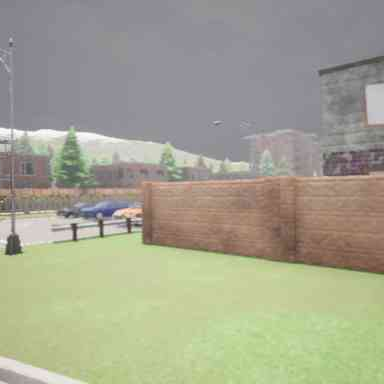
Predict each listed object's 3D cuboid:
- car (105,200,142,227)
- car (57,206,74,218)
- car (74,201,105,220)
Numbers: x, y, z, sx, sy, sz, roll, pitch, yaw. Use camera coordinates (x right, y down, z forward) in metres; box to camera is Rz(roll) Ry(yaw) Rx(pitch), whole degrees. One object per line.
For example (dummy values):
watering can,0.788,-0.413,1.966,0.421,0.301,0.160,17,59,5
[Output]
car,-3.268,1.357,22.774,2.097,1.767,4.553,-1,0,38
car,-9.872,1.624,31.343,2.033,1.411,5.357,-1,0,38
car,-7.280,1.525,28.980,1.882,1.535,5.008,-1,0,38
